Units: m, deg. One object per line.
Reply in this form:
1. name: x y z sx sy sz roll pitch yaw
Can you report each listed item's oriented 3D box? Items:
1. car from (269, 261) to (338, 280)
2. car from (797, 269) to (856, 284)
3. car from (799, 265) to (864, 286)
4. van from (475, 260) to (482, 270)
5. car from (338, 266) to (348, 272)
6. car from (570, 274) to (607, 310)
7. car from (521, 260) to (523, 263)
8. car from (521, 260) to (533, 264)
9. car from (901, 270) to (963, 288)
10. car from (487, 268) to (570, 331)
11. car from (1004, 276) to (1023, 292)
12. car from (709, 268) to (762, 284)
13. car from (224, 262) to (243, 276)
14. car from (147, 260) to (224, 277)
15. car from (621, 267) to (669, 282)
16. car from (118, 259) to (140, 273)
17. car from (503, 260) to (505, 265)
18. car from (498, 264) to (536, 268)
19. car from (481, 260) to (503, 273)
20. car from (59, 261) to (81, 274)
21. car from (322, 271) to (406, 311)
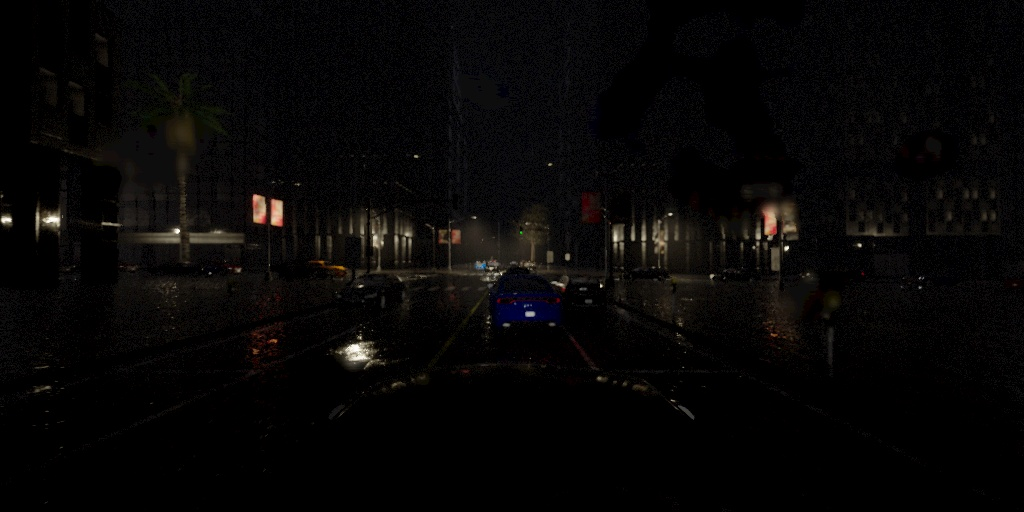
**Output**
1. car: -18.091 1.193 30.649 5.008 1.535 1.882 1 -1 1
2. car: 35.404 2.286 40.406 5.008 1.535 1.882 1 -1 0
3. car: 33.080 1.949 37.168 5.566 2.045 2.150 1 -1 1
4. van: -5.535 1.669 62.873 1.690 1.789 3.998 0 0 1
5. car: -18.090 1.229 33.893 5.008 1.535 1.882 1 -1 0
6. car: 2.760 1.424 15.107 2.007 1.370 4.403 0 0 0
7. car: 2.992 1.853 62.970 1.751 1.417 4.829 0 0 1
8. car: 2.941 1.824 57.287 2.007 1.370 4.403 0 0 1
9. car: 43.376 2.276 37.100 4.553 1.767 2.097 1 -1 1
10. car: 0.267 1.317 11.431 1.882 1.535 5.008 0 0 -4
11. car: 45.173 2.361 30.440 5.008 1.535 1.882 1 -1 0
12. car: 23.157 2.031 37.207 4.902 1.511 2.128 1 -1 0
13. car: -28.157 1.101 33.923 4.674 1.442 1.812 1 -1 0
14. car: -27.988 1.142 30.667 4.718 1.301 1.895 1 -1 0
15. car: 13.738 1.855 37.222 4.902 1.511 2.128 1 -1 -1
16. car: -38.201 0.929 33.968 4.674 1.442 1.812 1 -1 0
17. car: -2.806 1.888 64.218 2.033 1.411 5.357 0 -1 1
18. car: 0.450 1.444 22.197 1.837 1.490 4.892 0 -1 5
19. car: -2.918 1.739 54.479 2.128 1.511 4.902 0 -1 2
20. car: -40.383 0.857 30.726 4.674 1.442 1.812 1 -1 0
21. car: -5.765 1.424 15.108 2.007 1.370 4.403 0 0 0
